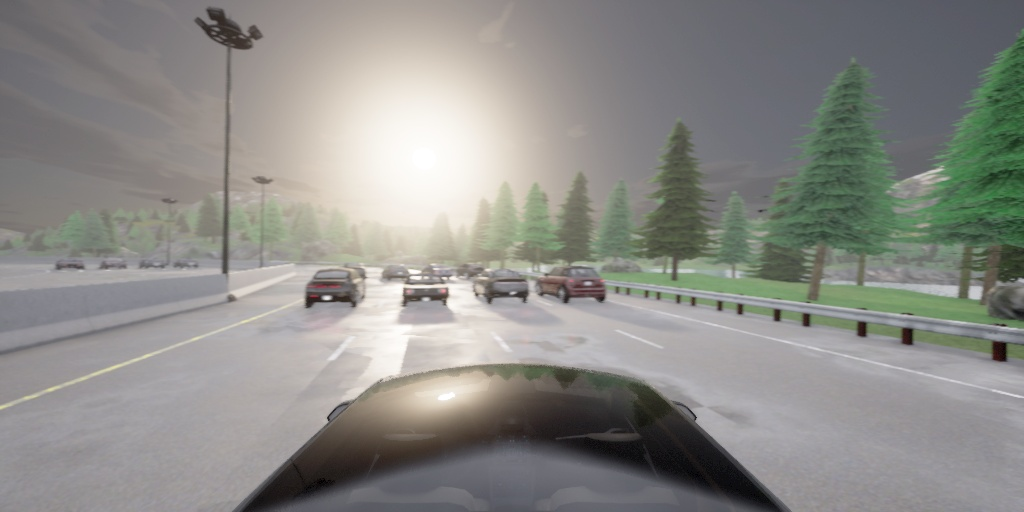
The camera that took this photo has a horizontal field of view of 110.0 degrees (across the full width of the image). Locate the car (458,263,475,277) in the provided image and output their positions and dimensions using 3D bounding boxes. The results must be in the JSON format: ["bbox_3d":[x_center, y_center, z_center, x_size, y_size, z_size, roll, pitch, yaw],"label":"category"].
[{"bbox_3d":[-4.104,1.451,35.027,1.837,1.490,4.892,1,0,-28],"label":"car"}]

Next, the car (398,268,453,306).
[{"bbox_3d":[-3.958,1.405,16.085,1.895,1.301,4.718,1,0,-16],"label":"car"}]

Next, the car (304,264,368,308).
[{"bbox_3d":[-7.383,1.262,15.302,1.837,1.490,4.892,1,0,-17],"label":"car"}]

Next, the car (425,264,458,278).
[{"bbox_3d":[-7.044,1.438,33.127,2.033,1.411,5.357,1,0,-28],"label":"car"}]

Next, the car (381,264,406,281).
[{"bbox_3d":[-10.306,1.403,31.780,1.994,1.385,4.181,1,0,-28],"label":"car"}]

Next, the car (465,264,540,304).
[{"bbox_3d":[-0.654,1.349,17.227,2.128,1.511,4.902,1,0,-17],"label":"car"}]

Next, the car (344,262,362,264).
[{"bbox_3d":[-13.406,1.278,30.161,2.128,1.511,4.902,1,0,-28],"label":"car"}]

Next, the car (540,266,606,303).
[{"bbox_3d":[2.779,1.257,17.984,2.097,1.767,4.553,1,-1,-16],"label":"car"}]
